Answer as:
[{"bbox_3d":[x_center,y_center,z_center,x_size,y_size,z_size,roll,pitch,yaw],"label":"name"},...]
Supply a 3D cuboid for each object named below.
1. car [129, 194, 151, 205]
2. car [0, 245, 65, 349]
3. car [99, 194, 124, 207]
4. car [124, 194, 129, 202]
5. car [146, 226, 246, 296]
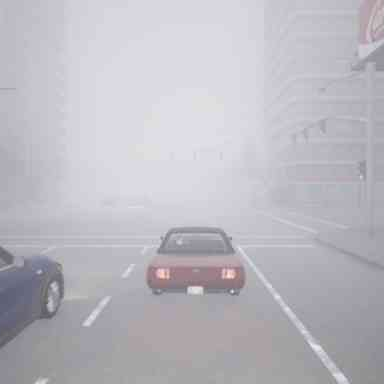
[{"bbox_3d":[-6.953,1.011,46.485,2.128,1.511,4.902,0,1,1],"label":"car"},{"bbox_3d":[-3.433,1.305,4.363,2.097,1.767,4.553,0,1,1],"label":"car"},{"bbox_3d":[-10.480,1.061,42.872,1.837,1.490,4.892,0,1,0],"label":"car"},{"bbox_3d":[-10.396,1.019,56.385,1.895,1.301,4.718,0,1,1],"label":"car"},{"bbox_3d":[0.108,1.513,8.388,1.895,1.301,4.718,0,1,1],"label":"car"}]
